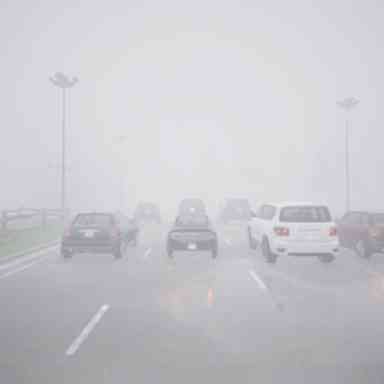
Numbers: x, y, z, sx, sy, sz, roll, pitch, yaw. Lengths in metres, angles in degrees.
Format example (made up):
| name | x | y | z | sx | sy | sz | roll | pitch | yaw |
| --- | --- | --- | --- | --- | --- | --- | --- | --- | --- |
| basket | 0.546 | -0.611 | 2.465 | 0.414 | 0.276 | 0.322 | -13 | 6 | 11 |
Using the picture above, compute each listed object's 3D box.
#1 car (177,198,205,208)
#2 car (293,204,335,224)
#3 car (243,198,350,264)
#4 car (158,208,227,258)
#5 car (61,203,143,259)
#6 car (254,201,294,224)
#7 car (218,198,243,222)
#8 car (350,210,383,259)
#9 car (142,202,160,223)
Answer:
| name | x | y | z | sx | sy | sz | roll | pitch | yaw |
| --- | --- | --- | --- | --- | --- | --- | --- | --- | --- |
| car | -0.057 | 1.519 | 27.538 | 2.150 | 2.045 | 5.566 | 0 | 0 | -2 |
| car | 10.438 | 1.834 | 28.884 | 1.812 | 1.442 | 4.674 | 0 | 0 | -2 |
| car | 3.510 | 1.360 | 12.558 | 2.150 | 2.045 | 5.566 | 0 | 0 | 0 |
| car | 0.019 | 1.638 | 13.493 | 2.128 | 1.511 | 4.902 | 0 | 0 | 0 |
| car | -3.480 | 1.495 | 13.417 | 2.097 | 1.767 | 4.553 | 0 | -1 | 0 |
| car | 6.901 | 1.655 | 28.408 | 2.097 | 1.767 | 4.553 | 0 | -1 | -3 |
| car | 3.471 | 1.520 | 27.599 | 2.150 | 2.045 | 5.566 | 0 | 0 | -1 |
| car | 7.020 | 1.495 | 13.414 | 2.097 | 1.767 | 4.553 | 0 | -1 | 0 |
| car | -3.851 | 1.654 | 28.351 | 2.097 | 1.767 | 4.553 | 0 | -1 | -8 |
